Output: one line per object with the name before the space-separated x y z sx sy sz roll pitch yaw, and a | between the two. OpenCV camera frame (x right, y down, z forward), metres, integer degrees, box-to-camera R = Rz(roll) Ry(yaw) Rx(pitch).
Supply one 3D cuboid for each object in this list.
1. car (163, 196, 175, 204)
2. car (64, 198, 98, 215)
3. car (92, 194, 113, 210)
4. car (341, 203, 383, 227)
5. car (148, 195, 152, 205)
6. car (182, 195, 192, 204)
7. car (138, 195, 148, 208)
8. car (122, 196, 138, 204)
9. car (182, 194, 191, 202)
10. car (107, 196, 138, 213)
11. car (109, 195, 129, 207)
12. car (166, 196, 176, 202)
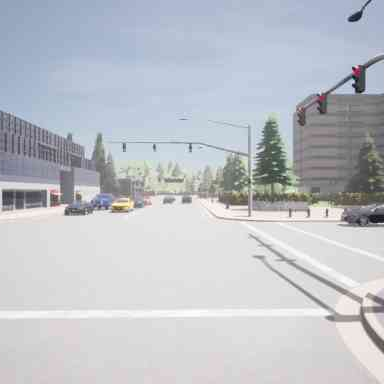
car | -4.584 1.547 64.565 2.033 1.411 5.357 0 0 -1
car | -11.248 1.564 33.403 1.994 1.385 4.181 0 0 -1
car | -11.383 1.221 42.755 2.150 2.045 5.566 0 0 -1
car | 12.498 1.492 22.172 4.902 1.511 2.128 0 0 -1
car | -8.061 1.352 57.146 2.097 1.767 4.553 0 0 -1
car | -0.988 1.505 64.889 1.837 1.490 4.892 0 0 -1
car | -7.938 1.352 47.031 2.097 1.767 4.553 0 0 -1
car | -11.606 1.491 62.914 2.128 1.511 4.902 0 0 0
car | -1.226 1.355 74.955 2.097 1.767 4.553 0 0 -1
car | -7.813 1.478 37.795 1.882 1.535 5.008 0 0 -1
car | -11.508 1.352 52.655 2.097 1.767 4.553 0 0 -1
car | -4.732 1.510 75.200 1.895 1.301 4.718 0 0 -1
